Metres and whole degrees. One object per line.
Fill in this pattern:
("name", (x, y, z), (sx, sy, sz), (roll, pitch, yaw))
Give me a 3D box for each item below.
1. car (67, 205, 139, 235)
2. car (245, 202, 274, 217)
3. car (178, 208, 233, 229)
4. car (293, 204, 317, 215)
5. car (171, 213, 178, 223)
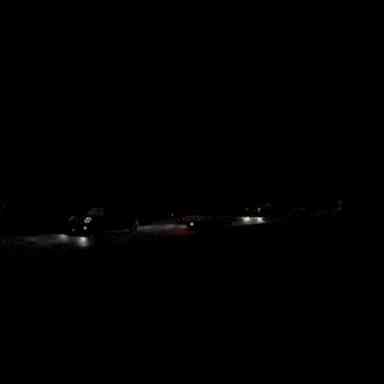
("car", (-5.486, 1.627, 20.859), (2.097, 1.767, 4.553), (0, -1, 35))
("car", (8.185, 2.026, 39.992), (2.097, 1.767, 4.553), (0, -1, 36))
("car", (1.299, 2.018, 25.410), (1.895, 1.301, 4.718), (0, -1, 36))
("car", (15.405, 2.370, 45.100), (2.033, 1.411, 5.357), (0, -1, 36))
("car", (0.234, 2.044, 28.925), (1.895, 1.301, 4.718), (0, -1, 36))
